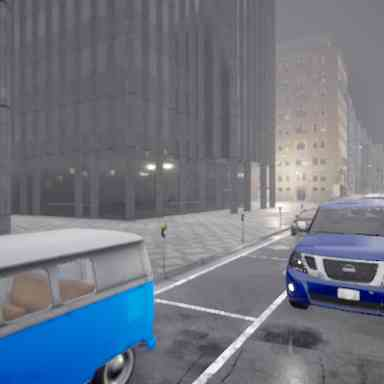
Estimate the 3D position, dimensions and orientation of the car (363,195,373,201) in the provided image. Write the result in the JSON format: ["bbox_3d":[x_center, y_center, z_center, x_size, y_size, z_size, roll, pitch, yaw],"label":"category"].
[{"bbox_3d":[39.826,1.308,75.199,1.947,1.339,4.313,0,0,30],"label":"car"}]

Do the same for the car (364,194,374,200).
[{"bbox_3d":[42.576,1.240,79.944,1.752,1.417,4.829,0,0,30],"label":"car"}]

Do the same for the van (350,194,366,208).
[{"bbox_3d":[23.444,1.235,46.931,1.690,1.788,3.998,0,0,30],"label":"van"}]

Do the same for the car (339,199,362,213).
[{"bbox_3d":[17.788,1.488,37.170,1.947,1.339,4.313,0,0,30],"label":"car"}]

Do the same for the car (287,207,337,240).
[{"bbox_3d":[6.477,1.556,17.651,1.802,1.307,4.206,0,0,30],"label":"car"}]

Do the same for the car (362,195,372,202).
[{"bbox_3d":[36.905,1.296,70.159,1.752,1.417,4.829,0,0,30],"label":"car"}]

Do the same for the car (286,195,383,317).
[{"bbox_3d":[3.780,1.212,7.494,2.150,2.045,5.566,0,0,30],"label":"car"}]

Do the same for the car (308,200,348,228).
[{"bbox_3d":[9.305,1.402,22.531,1.967,1.590,4.097,0,0,30],"label":"car"}]

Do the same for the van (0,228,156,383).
[{"bbox_3d":[-2.007,1.344,3.012,1.690,1.788,3.998,0,0,30],"label":"van"}]

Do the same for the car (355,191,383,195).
[{"bbox_3d":[12.442,1.175,22.245,2.150,2.045,5.566,0,0,30],"label":"car"}]
